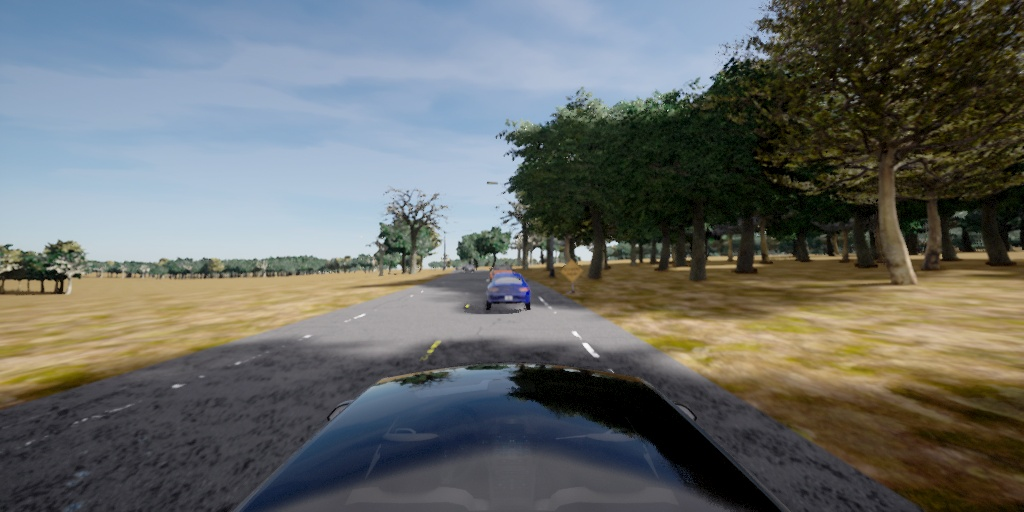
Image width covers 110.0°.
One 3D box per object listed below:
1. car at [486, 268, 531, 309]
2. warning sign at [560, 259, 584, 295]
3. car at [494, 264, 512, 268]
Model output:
[{"bbox_3d":[-0.175,1.450,15.854,1.812,1.442,4.674,0,-1,-1],"label":"car"},{"bbox_3d":[3.263,1.089,19.162,1.300,1.860,1.060,0,0,-2],"label":"warning sign"},{"bbox_3d":[-0.812,1.486,30.483,2.097,1.767,4.553,0,-1,-3],"label":"car"}]
